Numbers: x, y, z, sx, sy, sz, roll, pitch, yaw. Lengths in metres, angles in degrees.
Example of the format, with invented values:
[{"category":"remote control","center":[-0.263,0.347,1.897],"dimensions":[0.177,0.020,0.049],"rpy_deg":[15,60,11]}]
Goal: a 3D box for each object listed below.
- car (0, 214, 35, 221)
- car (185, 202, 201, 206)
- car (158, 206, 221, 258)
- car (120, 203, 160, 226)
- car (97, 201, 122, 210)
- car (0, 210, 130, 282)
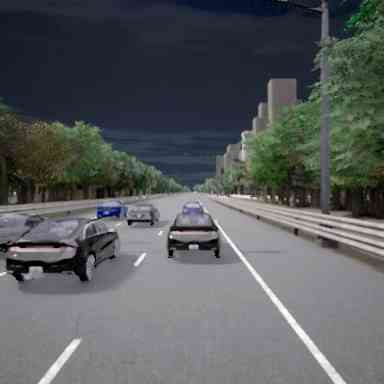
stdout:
[{"category":"car","center":[-6.923,1.605,13.593],"dimensions":[1.994,1.385,4.181],"rpy_deg":[0,0,0]},{"category":"car","center":[0.080,1.601,28.946],"dimensions":[1.812,1.442,4.674],"rpy_deg":[0,0,0]},{"category":"car","center":[0.073,1.531,12.991],"dimensions":[2.128,1.511,4.902],"rpy_deg":[0,0,0]},{"category":"car","center":[-3.452,1.614,24.275],"dimensions":[2.033,1.411,5.357],"rpy_deg":[0,0,0]},{"category":"car","center":[-6.919,1.555,29.519],"dimensions":[1.882,1.535,5.008],"rpy_deg":[0,0,0]},{"category":"car","center":[-3.448,1.522,9.818],"dimensions":[2.128,1.511,4.902],"rpy_deg":[0,0,0]}]
